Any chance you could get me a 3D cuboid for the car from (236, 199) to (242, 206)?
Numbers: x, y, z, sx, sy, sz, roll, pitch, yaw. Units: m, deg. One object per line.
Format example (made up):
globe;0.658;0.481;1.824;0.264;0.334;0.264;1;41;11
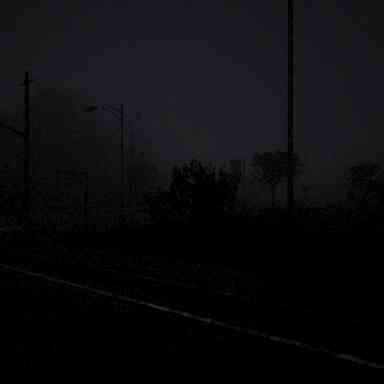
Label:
car;5.528;1.393;49.910;2.033;1.411;5.357;0;1;39
